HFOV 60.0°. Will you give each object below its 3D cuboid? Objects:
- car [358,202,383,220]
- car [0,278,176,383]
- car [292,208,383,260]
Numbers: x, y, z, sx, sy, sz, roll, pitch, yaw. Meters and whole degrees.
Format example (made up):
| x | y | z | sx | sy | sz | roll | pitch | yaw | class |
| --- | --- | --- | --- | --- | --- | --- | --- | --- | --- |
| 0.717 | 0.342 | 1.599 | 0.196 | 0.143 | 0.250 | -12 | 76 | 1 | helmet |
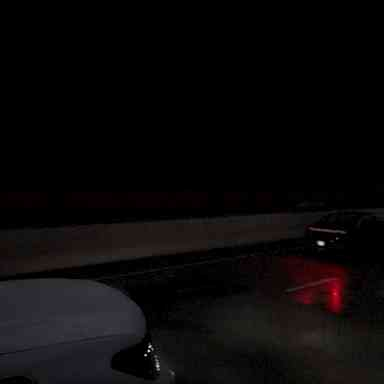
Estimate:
| x | y | z | sx | sy | sz | roll | pitch | yaw | class |
| --- | --- | --- | --- | --- | --- | --- | --- | --- | --- |
| 16.357 | 1.576 | 28.550 | 4.181 | 1.385 | 1.994 | 0 | 0 | -35 | car |
| -2.783 | 1.221 | 1.765 | 5.566 | 2.045 | 2.150 | 0 | 0 | -35 | car |
| 6.286 | 1.496 | 12.528 | 4.902 | 1.511 | 2.128 | 0 | 0 | -35 | car |
